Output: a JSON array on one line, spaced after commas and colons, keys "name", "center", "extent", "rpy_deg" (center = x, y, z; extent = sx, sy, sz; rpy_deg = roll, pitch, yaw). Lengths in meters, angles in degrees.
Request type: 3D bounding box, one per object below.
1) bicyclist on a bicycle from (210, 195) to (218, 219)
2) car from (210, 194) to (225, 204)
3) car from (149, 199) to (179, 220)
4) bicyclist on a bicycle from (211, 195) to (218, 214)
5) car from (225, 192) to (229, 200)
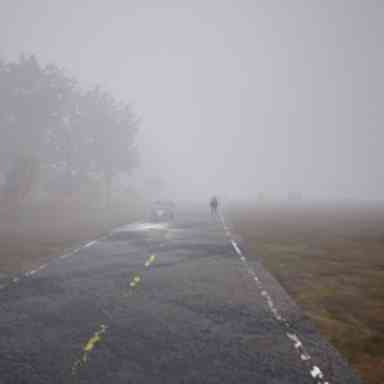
[{"name": "bicyclist on a bicycle", "center": [1.581, 1.244, 23.725], "extent": [0.659, 1.776, 1.843], "rpy_deg": [0, 1, 3]}, {"name": "car", "center": [4.116, 1.271, 57.030], "extent": [1.994, 1.385, 4.181], "rpy_deg": [0, 0, 8]}, {"name": "car", "center": [-2.169, 1.348, 26.585], "extent": [2.128, 1.511, 4.902], "rpy_deg": [0, 0, 4]}, {"name": "bicyclist on a bicycle", "center": [2.215, 1.197, 32.912], "extent": [0.659, 1.776, 1.843], "rpy_deg": [0, 1, 4]}, {"name": "car", "center": [6.530, 1.184, 73.342], "extent": [1.994, 1.385, 4.181], "rpy_deg": [0, 0, 10]}]
